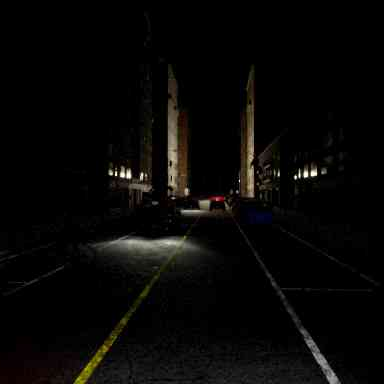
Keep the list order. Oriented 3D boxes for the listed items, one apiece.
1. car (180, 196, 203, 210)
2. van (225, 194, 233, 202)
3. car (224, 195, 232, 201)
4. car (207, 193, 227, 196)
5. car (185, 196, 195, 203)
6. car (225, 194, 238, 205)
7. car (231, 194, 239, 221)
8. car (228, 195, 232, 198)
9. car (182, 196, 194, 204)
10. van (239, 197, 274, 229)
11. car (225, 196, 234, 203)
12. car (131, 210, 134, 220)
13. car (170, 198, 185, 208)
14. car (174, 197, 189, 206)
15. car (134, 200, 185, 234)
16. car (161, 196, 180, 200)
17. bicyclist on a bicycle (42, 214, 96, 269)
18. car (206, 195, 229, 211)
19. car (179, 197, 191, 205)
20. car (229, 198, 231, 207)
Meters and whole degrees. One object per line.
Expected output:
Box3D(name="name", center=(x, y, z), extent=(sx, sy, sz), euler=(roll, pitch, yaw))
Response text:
Box3D(name="car", center=(0.039, 1.580, 42.540), extent=(1.994, 1.385, 4.181), euler=(0, 0, 4))
Box3D(name="van", center=(8.558, 1.376, 78.029), extent=(1.690, 1.788, 3.998), euler=(1, 0, 4))
Box3D(name="car", center=(9.004, 1.562, 83.855), extent=(1.752, 1.417, 4.829), euler=(1, 0, 4))
Box3D(name="car", center=(3.871, 1.243, 50.672), extent=(2.150, 2.045, 5.566), euler=(0, 0, 4))
Box3D(name="car", center=(-0.379, 1.577, 73.028), extent=(1.887, 1.381, 4.507), euler=(1, 0, 4))
Box3D(name="car", center=(7.255, 1.342, 61.059), extent=(2.192, 1.841, 5.009), euler=(1, 0, 4))
Box3D(name="car", center=(4.648, 1.323, 27.118), extent=(2.192, 1.841, 5.009), euler=(1, 0, 4))
Box3D(name="car", center=(6.383, 1.587, 49.745), extent=(1.947, 1.339, 4.313), euler=(1, 0, 4))
Box3D(name="car", center=(-0.814, 1.595, 67.372), extent=(1.947, 1.339, 4.313), euler=(1, 0, 4))
Box3D(name="van", center=(4.214, 1.347, 21.462), extent=(1.690, 1.788, 3.998), euler=(1, 0, 4))
Box3D(name="car", center=(8.135, 1.558, 72.541), extent=(1.752, 1.417, 4.829), euler=(1, 0, 4))
Box3D(name="car", center=(-3.854, 1.590, 27.778), extent=(1.802, 1.307, 4.206), euler=(1, 0, 4))
Box3D(name="car", center=(-2.117, 1.602, 50.403), extent=(1.802, 1.307, 4.206), euler=(1, 0, 4))
Box3D(name="car", center=(-1.682, 1.574, 56.059), extent=(2.008, 1.369, 4.403), euler=(1, 0, 4))
Box3D(name="car", center=(-1.726, 1.483, 19.481), extent=(1.882, 1.535, 5.008), euler=(0, 0, 4))
Box3D(name="car", center=(-2.984, 1.454, 39.090), extent=(1.967, 1.590, 4.097), euler=(1, 0, 4))
Box3D(name="bicyclist on a bicycle", center=(-3.626, 1.457, 9.746), extent=(1.656, 1.620, 0.582), euler=(-2, 0, 4))
Box3D(name="car", center=(3.113, 1.506, 40.784), extent=(2.128, 1.511, 4.902), euler=(0, 0, 4))
Box3D(name="car", center=(-1.248, 1.593, 61.716), extent=(1.947, 1.339, 4.313), euler=(1, 0, 4))
Box3D(name="car", center=(5.514, 1.596, 38.431), extent=(1.802, 1.307, 4.206), euler=(1, 0, 4))
